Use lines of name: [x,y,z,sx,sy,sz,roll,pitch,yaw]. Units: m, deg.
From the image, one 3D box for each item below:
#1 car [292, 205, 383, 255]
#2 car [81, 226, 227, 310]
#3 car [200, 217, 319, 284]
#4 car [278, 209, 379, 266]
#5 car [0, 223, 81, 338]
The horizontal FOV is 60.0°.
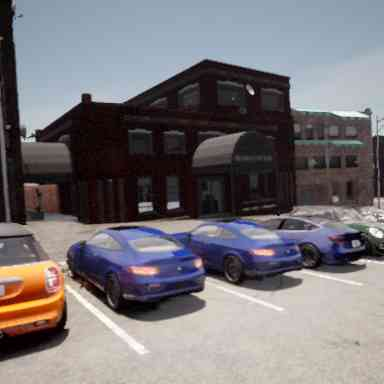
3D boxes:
car: [5.729,1.364,13.125,2.185,1.767,4.553,0,0,-35]
car: [-1.530,1.523,7.907,2.002,1.452,4.674,0,0,-35]
car: [0.964,1.525,9.685,2.002,1.452,4.674,0,0,-35]
car: [3.338,1.517,11.417,2.163,1.488,4.792,0,0,-35]
car: [-3.906,1.355,6.178,2.185,1.767,4.553,0,0,-35]
